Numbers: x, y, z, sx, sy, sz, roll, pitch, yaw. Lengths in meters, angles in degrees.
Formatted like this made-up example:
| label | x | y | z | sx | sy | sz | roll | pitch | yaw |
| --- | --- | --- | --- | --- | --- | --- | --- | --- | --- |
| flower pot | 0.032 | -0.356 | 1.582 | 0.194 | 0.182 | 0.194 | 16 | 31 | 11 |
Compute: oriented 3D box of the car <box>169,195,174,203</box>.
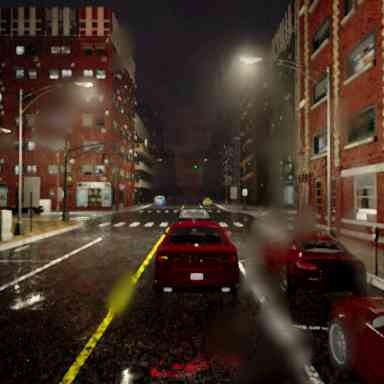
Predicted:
| label | x | y | z | sx | sy | sz | roll | pitch | yaw |
| --- | --- | --- | --- | --- | --- | --- | --- | --- | --- |
| car | -5.660 | 1.912 | 74.762 | 1.802 | 1.307 | 4.206 | 1 | 0 | 0 |

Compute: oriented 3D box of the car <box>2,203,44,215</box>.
| label | x | y | z | sx | sy | sz | roll | pitch | yaw |
| --- | --- | --- | --- | --- | --- | --- | --- | --- | --- |
| car | -18.701 | 1.880 | 36.898 | 4.313 | 1.339 | 1.947 | 0 | -1 | 0 |

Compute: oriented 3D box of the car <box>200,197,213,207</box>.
| label | x | y | z | sx | sy | sz | roll | pitch | yaw |
| --- | --- | --- | --- | --- | --- | --- | --- | --- | --- |
| car | 2.716 | 1.780 | 57.934 | 1.752 | 1.417 | 4.829 | 1 | 0 | 0 |

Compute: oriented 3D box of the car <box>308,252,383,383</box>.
| label | x | y | z | sx | sy | sz | roll | pitch | yaw |
| --- | --- | --- | --- | --- | --- | --- | --- | --- | --- |
| car | 2.668 | 1.595 | 2.855 | 1.802 | 1.307 | 4.206 | 1 | 0 | 0 |

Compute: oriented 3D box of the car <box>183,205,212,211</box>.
| label | x | y | z | sx | sy | sz | roll | pitch | yaw |
| --- | --- | --- | --- | --- | --- | --- | --- | --- | --- |
| car | 0.147 | 1.687 | 19.767 | 1.895 | 1.301 | 4.718 | 0 | 0 | 1 |

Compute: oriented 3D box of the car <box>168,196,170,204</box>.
| label | x | y | z | sx | sy | sz | roll | pitch | yaw |
| --- | --- | --- | --- | --- | --- | --- | --- | --- | --- |
| car | -5.663 | 1.861 | 63.457 | 1.802 | 1.307 | 4.206 | 1 | 0 | 0 |

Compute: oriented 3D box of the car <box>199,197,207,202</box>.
| label | x | y | z | sx | sy | sz | roll | pitch | yaw |
| --- | --- | --- | --- | --- | --- | --- | --- | --- | --- |
| car | 2.723 | 1.948 | 86.025 | 1.947 | 1.339 | 4.313 | 1 | 0 | 0 |

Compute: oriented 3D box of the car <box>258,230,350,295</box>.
| label | x | y | z | sx | sy | sz | roll | pitch | yaw |
| --- | --- | --- | --- | --- | --- | --- | --- | --- | --- |
| car | 2.839 | 1.620 | 8.511 | 1.802 | 1.307 | 4.206 | 1 | 0 | 0 |

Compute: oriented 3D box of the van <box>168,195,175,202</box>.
| label | x | y | z | sx | sy | sz | roll | pitch | yaw |
| --- | --- | --- | --- | --- | --- | --- | --- | --- | --- |
| van | -5.651 | 1.749 | 91.720 | 1.690 | 1.788 | 3.998 | 1 | 0 | 0 |

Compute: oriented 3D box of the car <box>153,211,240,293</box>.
| label | x | y | z | sx | sy | sz | roll | pitch | yaw |
| --- | --- | --- | --- | --- | --- | --- | --- | --- | --- |
| car | 0.100 | 1.517 | 9.024 | 1.882 | 1.535 | 5.008 | 0 | 0 | 0 |

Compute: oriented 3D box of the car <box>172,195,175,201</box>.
| label | x | y | z | sx | sy | sz | roll | pitch | yaw |
| --- | --- | --- | --- | --- | --- | --- | --- | --- | --- |
| car | -5.658 | 1.880 | 80.245 | 1.752 | 1.417 | 4.829 | 1 | 0 | 0 |

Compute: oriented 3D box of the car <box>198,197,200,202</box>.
| label | x | y | z | sx | sy | sz | roll | pitch | yaw |
| --- | --- | --- | --- | --- | --- | --- | --- | --- | --- |
| car | 2.722 | 1.900 | 80.374 | 1.887 | 1.381 | 4.507 | 1 | 0 | 0 |

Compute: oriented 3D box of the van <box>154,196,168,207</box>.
| label | x | y | z | sx | sy | sz | roll | pitch | yaw |
| --- | --- | --- | --- | --- | --- | --- | --- | --- | --- |
| van | -5.661 | 1.595 | 57.807 | 1.690 | 1.788 | 3.998 | 1 | 0 | 0 |
